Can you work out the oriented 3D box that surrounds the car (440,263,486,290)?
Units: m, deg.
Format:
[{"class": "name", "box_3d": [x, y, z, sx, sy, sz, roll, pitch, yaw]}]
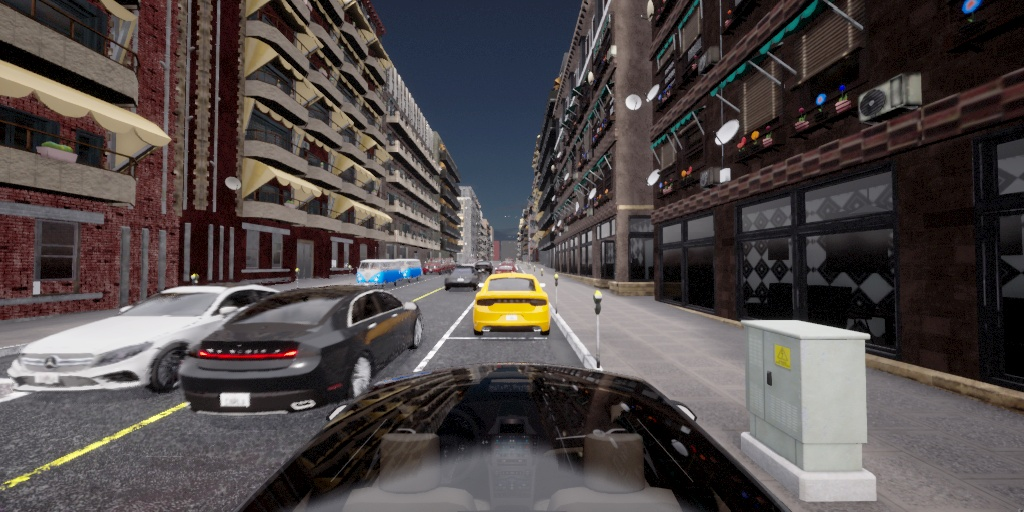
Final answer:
[{"class": "car", "box_3d": [-2.921, 1.331, 22.371, 1.994, 1.385, 4.181, 0, 0, 0]}]

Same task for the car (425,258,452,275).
[{"class": "car", "box_3d": [-8.335, 1.115, 39.194, 2.192, 1.841, 5.009, 0, 0, 0]}]

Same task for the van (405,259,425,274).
[{"class": "van", "box_3d": [-8.335, 1.118, 28.134, 1.690, 1.789, 3.998, 0, 0, 0]}]

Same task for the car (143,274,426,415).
[{"class": "car", "box_3d": [-2.920, 1.258, 6.201, 1.837, 1.490, 4.892, 0, 0, 0]}]

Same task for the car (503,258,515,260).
[{"class": "car", "box_3d": [-0.445, 1.240, 39.134, 1.967, 1.591, 4.097, 0, 0, 0]}]

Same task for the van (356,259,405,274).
[{"class": "van", "box_3d": [-8.335, 1.108, 22.603, 1.690, 1.789, 3.998, 0, 0, 0]}]

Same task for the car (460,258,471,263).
[{"class": "car", "box_3d": [-5.771, 1.224, 48.620, 1.895, 1.301, 4.718, 0, 0, 0]}]

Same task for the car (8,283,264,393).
[{"class": "car", "box_3d": [-5.871, 1.278, 6.856, 1.812, 1.442, 4.674, 0, 0, 0]}]

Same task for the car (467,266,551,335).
[{"class": "car", "box_3d": [-0.006, 1.232, 10.503, 1.882, 1.535, 5.008, 0, 0, 0]}]

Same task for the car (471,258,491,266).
[{"class": "car", "box_3d": [-3.021, 1.278, 39.339, 1.882, 1.535, 5.008, 0, 0, 0]}]

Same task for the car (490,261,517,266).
[{"class": "car", "box_3d": [-0.452, 1.322, 28.072, 1.888, 1.381, 4.507, 0, 0, 0]}]

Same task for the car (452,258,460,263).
[{"class": "car", "box_3d": [-8.335, 1.128, 44.724, 2.192, 1.841, 5.009, 0, 0, 0]}]
